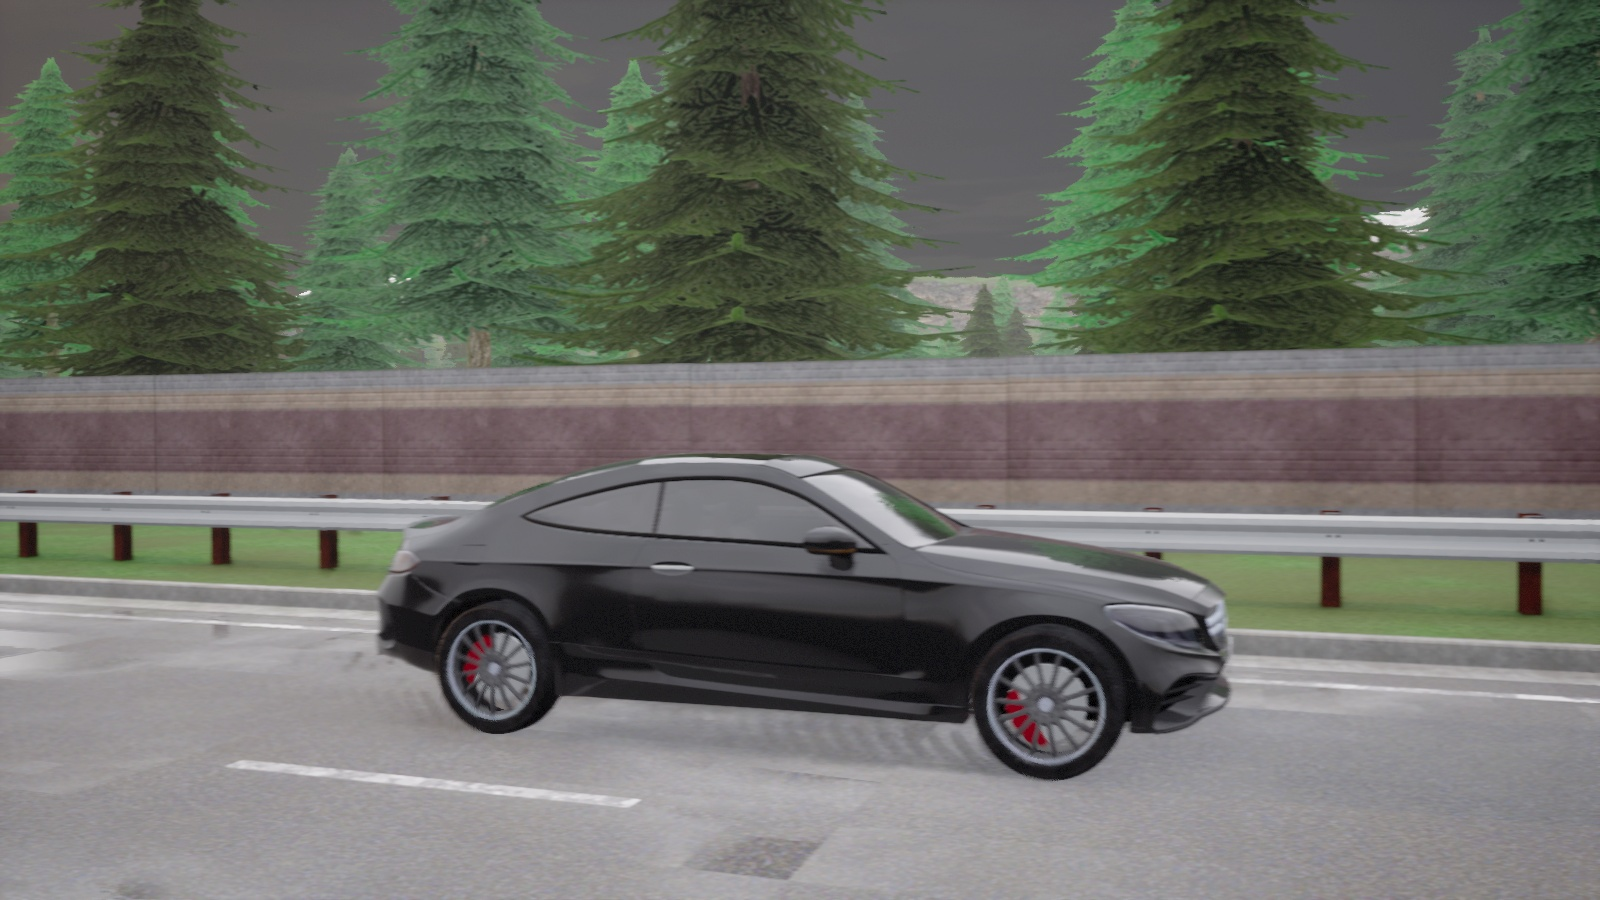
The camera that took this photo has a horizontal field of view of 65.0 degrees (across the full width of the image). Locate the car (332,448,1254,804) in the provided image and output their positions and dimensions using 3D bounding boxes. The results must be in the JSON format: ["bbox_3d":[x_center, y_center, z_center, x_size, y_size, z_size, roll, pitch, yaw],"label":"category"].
[{"bbox_3d":[-0.021,0.742,6.894,4.674,1.442,1.812,1,1,19],"label":"car"}]
